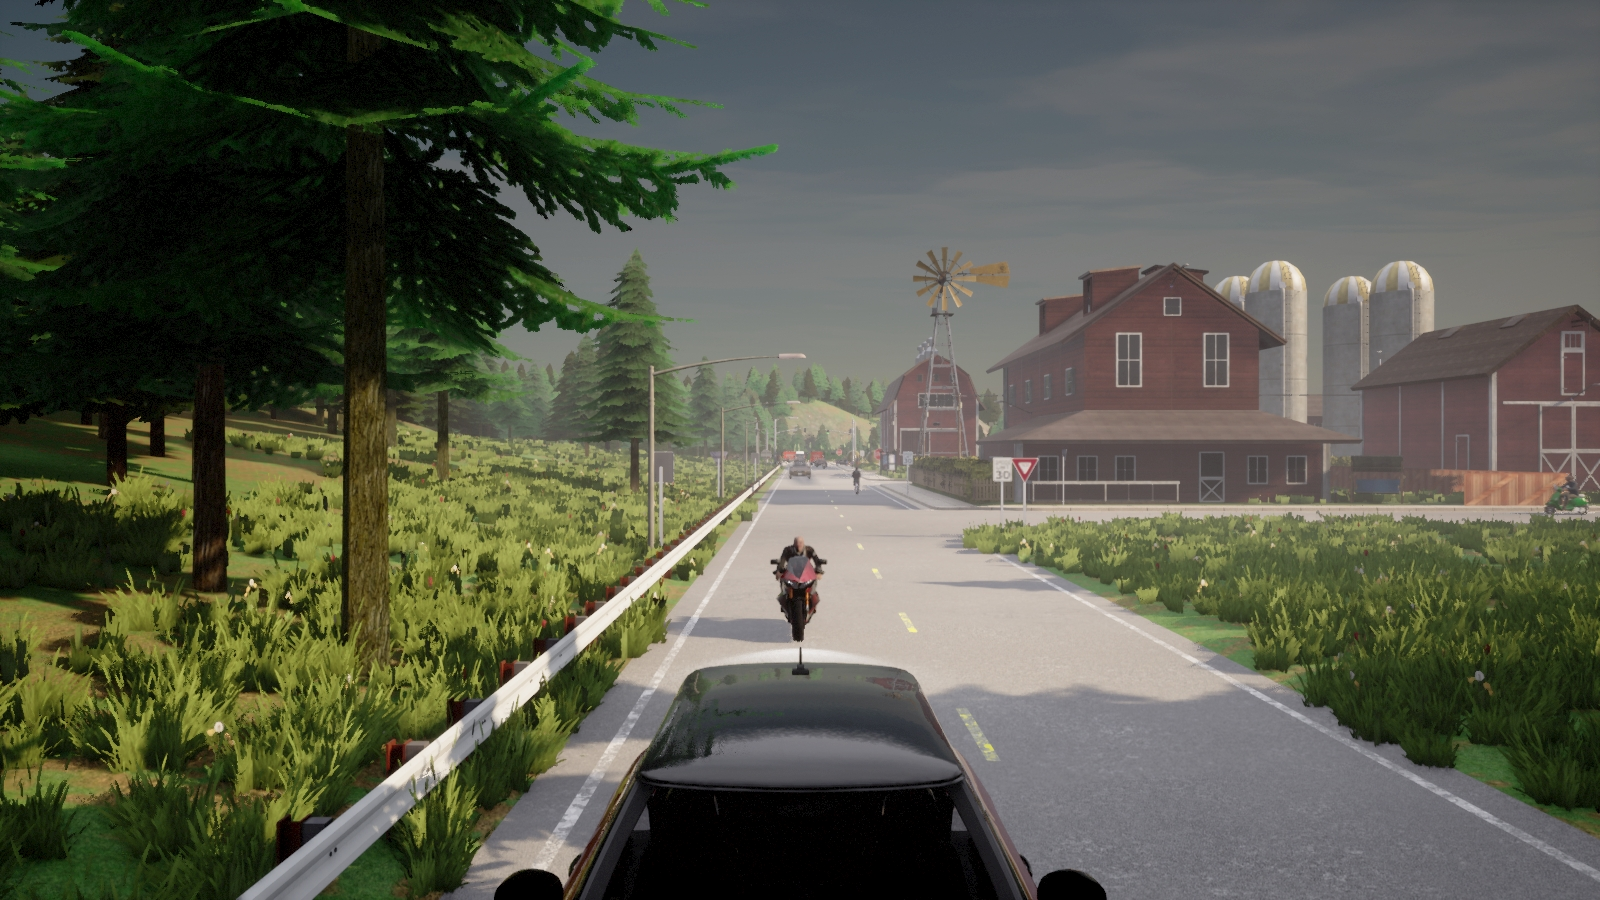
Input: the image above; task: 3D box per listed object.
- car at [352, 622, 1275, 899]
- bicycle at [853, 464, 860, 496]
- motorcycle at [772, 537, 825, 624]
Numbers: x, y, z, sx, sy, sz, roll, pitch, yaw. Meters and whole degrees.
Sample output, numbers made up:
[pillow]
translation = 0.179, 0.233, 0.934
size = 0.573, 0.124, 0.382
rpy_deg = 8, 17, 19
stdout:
[car]
translation = 0.033, 1.906, 4.501
size = 2.097, 1.767, 4.553
rpy_deg = 0, 0, 0
[bicycle]
translation = 3.513, 1.836, 71.118
size = 0.329, 1.919, 1.835
rpy_deg = 0, 0, 0
[motorcycle]
translation = -0.035, 2.205, 19.711
size = 0.867, 1.251, 2.209
rpy_deg = 0, 0, 0
